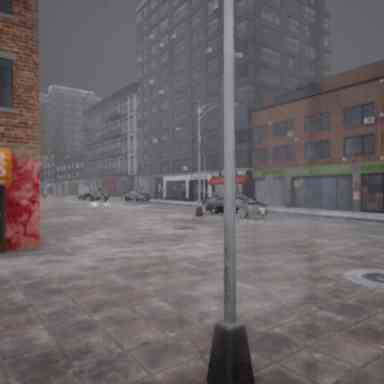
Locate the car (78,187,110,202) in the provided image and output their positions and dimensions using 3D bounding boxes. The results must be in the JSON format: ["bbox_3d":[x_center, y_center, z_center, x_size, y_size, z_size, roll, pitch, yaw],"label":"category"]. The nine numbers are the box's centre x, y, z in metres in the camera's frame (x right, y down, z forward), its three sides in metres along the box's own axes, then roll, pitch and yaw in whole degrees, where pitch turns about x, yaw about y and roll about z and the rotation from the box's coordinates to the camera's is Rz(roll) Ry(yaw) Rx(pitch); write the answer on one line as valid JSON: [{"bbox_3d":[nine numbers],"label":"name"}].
[{"bbox_3d":[-13.033,0.289,44.785,2.150,2.045,5.566,0,0,-36],"label":"car"}]

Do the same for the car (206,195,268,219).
[{"bbox_3d":[2.980,0.948,22.657,2.128,1.511,4.902,0,1,-36],"label":"car"}]

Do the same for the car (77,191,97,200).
[{"bbox_3d":[-17.746,0.498,56.136,1.812,1.442,4.674,-1,0,-36],"label":"car"}]

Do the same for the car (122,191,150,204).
[{"bbox_3d":[-7.000,0.602,41.375,2.128,1.511,4.902,0,1,-36],"label":"car"}]
